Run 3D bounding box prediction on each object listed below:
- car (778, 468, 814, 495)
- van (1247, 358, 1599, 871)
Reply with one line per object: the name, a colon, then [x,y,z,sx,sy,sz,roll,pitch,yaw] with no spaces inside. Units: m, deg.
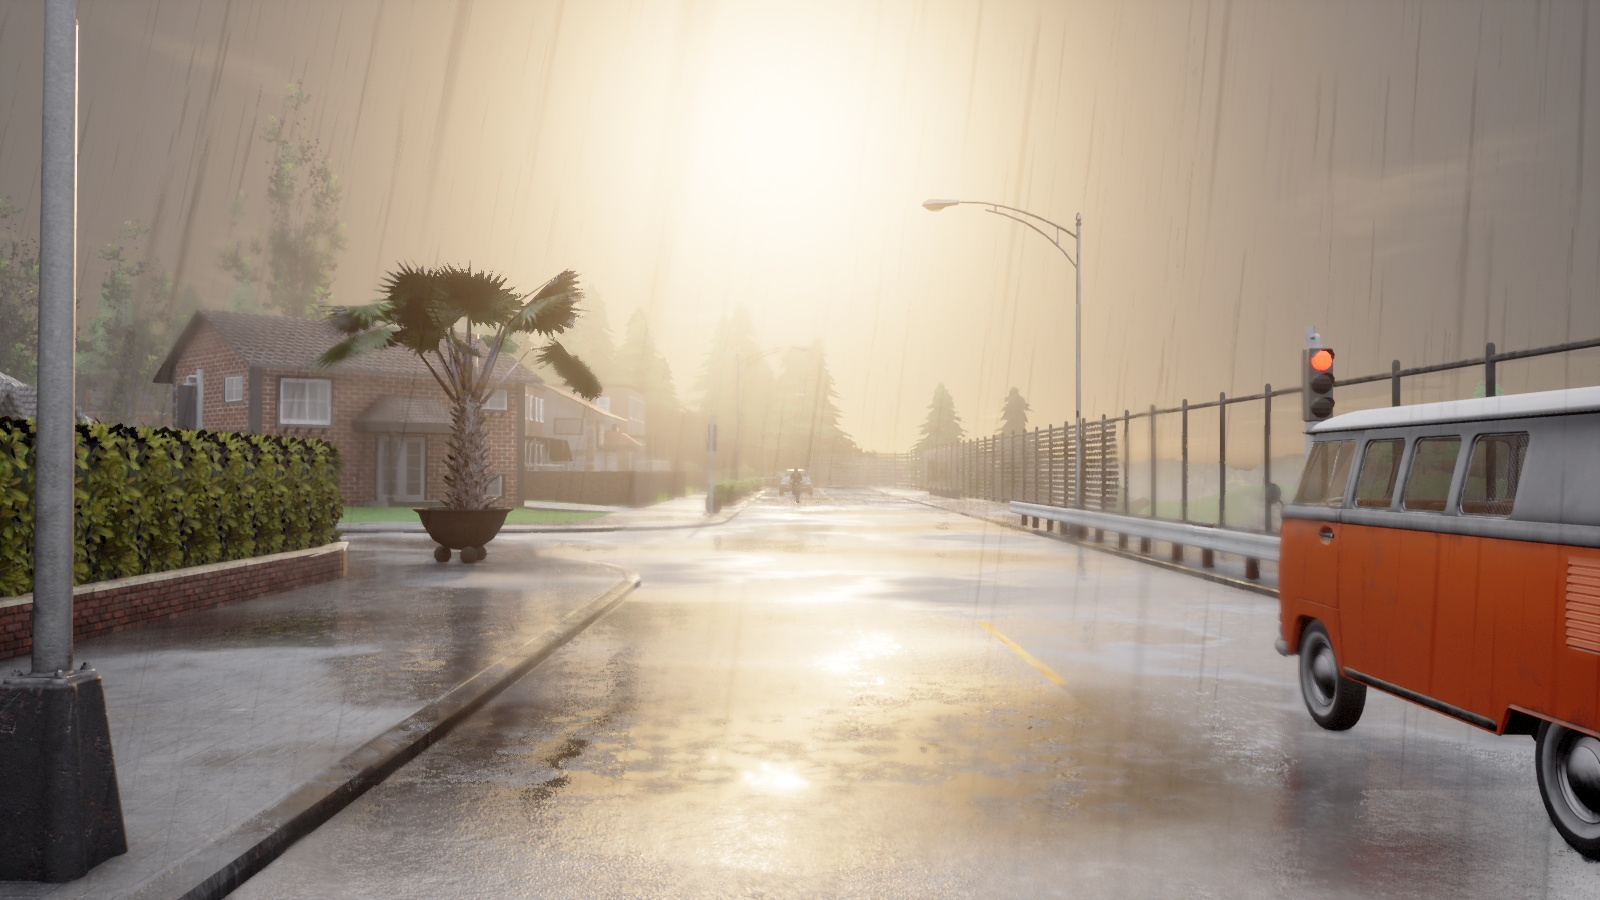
car: [-0.243,2.028,81.708,2.242,1.667,4.611,0,-1,0]
van: [3.981,0.659,6.434,1.775,1.987,4.442,0,-1,0]
